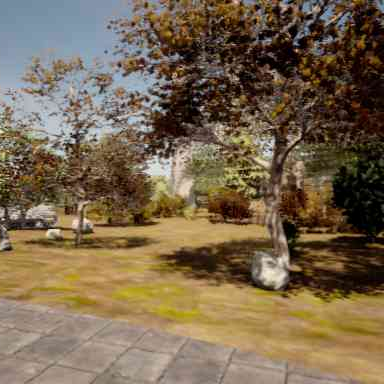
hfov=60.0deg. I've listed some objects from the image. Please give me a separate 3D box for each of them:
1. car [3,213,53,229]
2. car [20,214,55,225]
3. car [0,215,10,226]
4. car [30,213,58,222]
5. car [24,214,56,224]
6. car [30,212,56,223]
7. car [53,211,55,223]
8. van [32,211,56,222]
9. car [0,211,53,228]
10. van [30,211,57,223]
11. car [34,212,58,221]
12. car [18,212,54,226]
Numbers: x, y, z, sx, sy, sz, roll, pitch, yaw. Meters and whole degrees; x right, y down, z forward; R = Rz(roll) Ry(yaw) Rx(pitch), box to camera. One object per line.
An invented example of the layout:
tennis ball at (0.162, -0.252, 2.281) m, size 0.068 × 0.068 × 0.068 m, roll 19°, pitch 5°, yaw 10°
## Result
car at (-18.755, 3.304, 38.324) m, size 4.892 × 1.521 × 2.231 m, roll -1°, pitch -4°, yaw -21°
car at (-23.664, 4.231, 51.163) m, size 4.674 × 1.452 × 2.002 m, roll -1°, pitch -3°, yaw -21°
car at (-30.174, 4.497, 52.695) m, size 1.837 × 1.490 × 4.892 m, roll -1°, pitch -3°, yaw -21°
car at (-29.553, 5.140, 66.581) m, size 4.892 × 1.521 × 2.231 m, roll -1°, pitch -3°, yaw -21°
car at (-25.651, 4.553, 56.294) m, size 4.792 × 1.488 × 2.163 m, roll -1°, pitch -3°, yaw -21°
car at (-28.644, 4.874, 64.127) m, size 4.553 × 1.767 × 2.185 m, roll -1°, pitch -3°, yaw -21°
car at (-17.787, 3.116, 35.754) m, size 5.008 × 1.535 × 2.097 m, roll -1°, pitch -4°, yaw -21°
van at (-30.645, 5.059, 69.125) m, size 4.442 × 1.987 × 1.878 m, roll -1°, pitch -3°, yaw -21°
car at (-16.808, 2.928, 33.185) m, size 4.892 × 1.521 × 2.231 m, roll -1°, pitch -4°, yaw -21°
van at (-27.482, 4.611, 61.494) m, size 4.442 × 1.987 × 1.878 m, roll -1°, pitch -3°, yaw -21°
car at (-31.486, 5.294, 71.741) m, size 4.553 × 1.767 × 2.185 m, roll -1°, pitch -2°, yaw -21°
car at (-22.712, 3.897, 48.586) m, size 4.553 × 1.767 × 2.185 m, roll -1°, pitch -3°, yaw -21°
